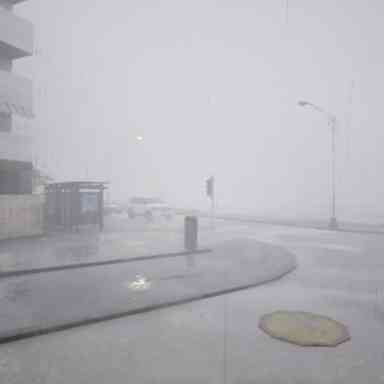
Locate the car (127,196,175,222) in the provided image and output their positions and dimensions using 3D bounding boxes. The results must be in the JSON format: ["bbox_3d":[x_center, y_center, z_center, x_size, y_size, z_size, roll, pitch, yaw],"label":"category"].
[{"bbox_3d":[-3.653,1.365,28.588,2.150,2.045,5.566,1,0,-35],"label":"car"}]

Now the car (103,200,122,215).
[{"bbox_3d":[-9.340,1.669,36.576,1.812,1.442,4.674,1,0,-35],"label":"car"}]
